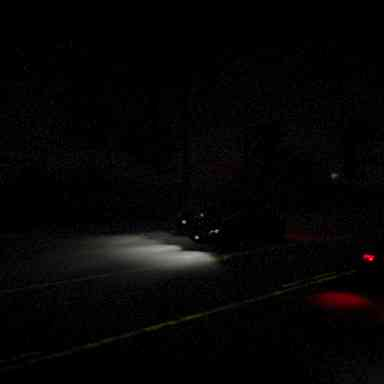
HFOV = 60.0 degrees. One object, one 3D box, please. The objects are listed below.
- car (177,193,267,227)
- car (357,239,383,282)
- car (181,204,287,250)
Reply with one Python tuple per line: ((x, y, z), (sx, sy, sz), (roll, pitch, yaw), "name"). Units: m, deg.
((1.856, 1.106, 18.214), (5.566, 2.045, 2.150), (-1, 0, -35), "car")
((6.214, 1.451, 8.201), (5.357, 1.411, 2.033), (-1, 0, -35), "car")
((2.079, 1.432, 14.073), (4.674, 1.442, 1.812), (-1, 0, -35), "car")
